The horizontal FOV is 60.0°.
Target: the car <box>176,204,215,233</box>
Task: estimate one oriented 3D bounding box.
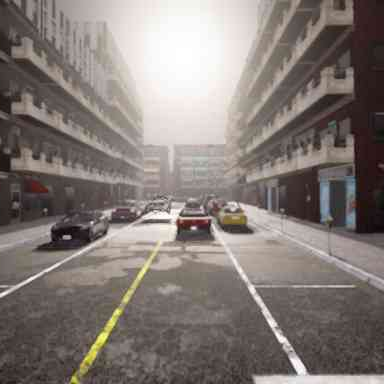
[{"bbox_3d":[0.101,1.579,19.461,1.895,1.301,4.718,0,0,0],"label":"car"}]

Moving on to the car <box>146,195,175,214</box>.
[{"bbox_3d":[-2.749,0.943,28.214,2.097,1.767,4.553,0,0,0],"label":"car"}]

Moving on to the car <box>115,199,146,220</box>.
[{"bbox_3d":[-5.302,1.414,27.413,1.967,1.590,4.097,1,0,0],"label":"car"}]

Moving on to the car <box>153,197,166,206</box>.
[{"bbox_3d":[-5.307,1.504,55.064,1.752,1.417,4.829,1,0,0],"label":"car"}]

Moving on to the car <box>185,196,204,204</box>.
[{"bbox_3d":[0.102,1.536,41.072,1.994,1.385,4.181,0,0,0],"label":"car"}]

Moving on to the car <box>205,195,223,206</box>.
[{"bbox_3d":[2.578,1.412,33.005,1.967,1.590,4.097,1,0,0],"label":"car"}]

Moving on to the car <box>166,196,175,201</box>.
[{"bbox_3d":[-5.268,1.585,83.055,1.947,1.339,4.313,1,0,0],"label":"car"}]

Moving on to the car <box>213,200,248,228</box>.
[{"bbox_3d":[2.577,1.501,22.049,1.752,1.417,4.829,1,0,0],"label":"car"}]

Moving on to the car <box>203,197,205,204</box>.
[{"bbox_3d":[2.577,1.553,38.569,1.802,1.307,4.206,1,0,0],"label":"car"}]

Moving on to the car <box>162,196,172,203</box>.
[{"bbox_3d":[-5.281,1.524,71.756,1.752,1.417,4.829,1,0,0],"label":"car"}]

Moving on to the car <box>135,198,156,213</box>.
[{"bbox_3d":[-5.302,1.497,38.371,1.752,1.417,4.829,1,0,0],"label":"car"}]

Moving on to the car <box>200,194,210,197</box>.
[{"bbox_3d":[2.580,1.288,44.134,2.192,1.841,5.009,1,0,0],"label":"car"}]

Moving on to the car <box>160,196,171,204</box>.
[{"bbox_3d":[-5.291,1.516,66.192,1.752,1.417,4.829,1,0,0],"label":"car"}]

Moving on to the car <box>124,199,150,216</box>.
[{"bbox_3d":[-5.303,1.498,32.806,1.752,1.417,4.829,1,0,0],"label":"car"}]

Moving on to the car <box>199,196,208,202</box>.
[{"bbox_3d":[2.579,1.573,77.514,1.947,1.339,4.313,1,0,0],"label":"car"}]

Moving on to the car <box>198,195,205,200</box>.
[{"bbox_3d":[2.580,1.610,94.206,1.947,1.339,4.313,1,0,0],"label":"car"}]

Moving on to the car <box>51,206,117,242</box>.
[{"bbox_3d":[-5.304,1.547,16.284,1.947,1.339,4.313,1,0,0],"label":"car"}]
